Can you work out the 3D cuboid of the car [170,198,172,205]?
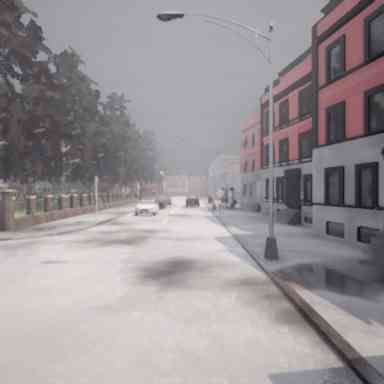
[{"bbox_3d":[-4.085,1.330,51.285,2.033,1.411,5.357,0,0,0],"label":"car"}]

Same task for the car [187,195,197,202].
[{"bbox_3d":[-0.019,1.248,65.329,1.812,1.442,4.674,0,0,0],"label":"car"}]

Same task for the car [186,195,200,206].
[{"bbox_3d":[0.084,1.272,48.438,1.882,1.535,5.008,0,0,0],"label":"car"}]

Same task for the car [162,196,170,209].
[{"bbox_3d":[-4.109,1.427,40.953,1.895,1.301,4.718,0,0,0],"label":"car"}]

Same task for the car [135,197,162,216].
[{"bbox_3d":[-4.096,1.395,30.858,1.812,1.442,4.674,0,0,0],"label":"car"}]
